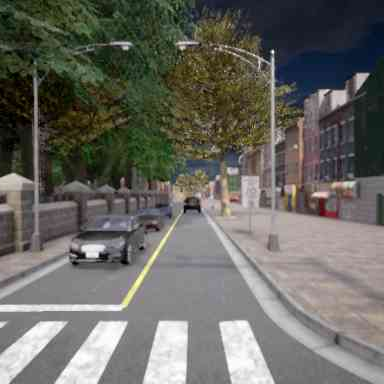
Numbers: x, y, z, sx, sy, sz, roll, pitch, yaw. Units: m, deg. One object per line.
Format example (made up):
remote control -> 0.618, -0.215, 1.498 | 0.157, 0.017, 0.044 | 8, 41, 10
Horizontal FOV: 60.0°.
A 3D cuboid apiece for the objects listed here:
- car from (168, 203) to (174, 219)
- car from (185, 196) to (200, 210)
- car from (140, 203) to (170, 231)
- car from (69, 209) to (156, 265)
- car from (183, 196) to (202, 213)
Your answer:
car -> -2.821, 1.790, 32.346 | 1.812, 1.442, 4.674 | 0, -1, 0
car -> 0.029, 1.661, 51.810 | 2.150, 2.045, 5.566 | 0, -1, 0
car -> -2.839, 1.720, 22.016 | 2.033, 1.411, 5.357 | 0, 0, 0
car -> -2.830, 1.583, 12.110 | 2.128, 1.511, 4.902 | 0, 0, 2
car -> 0.022, 1.558, 41.390 | 2.150, 2.045, 5.566 | 0, -1, 0
